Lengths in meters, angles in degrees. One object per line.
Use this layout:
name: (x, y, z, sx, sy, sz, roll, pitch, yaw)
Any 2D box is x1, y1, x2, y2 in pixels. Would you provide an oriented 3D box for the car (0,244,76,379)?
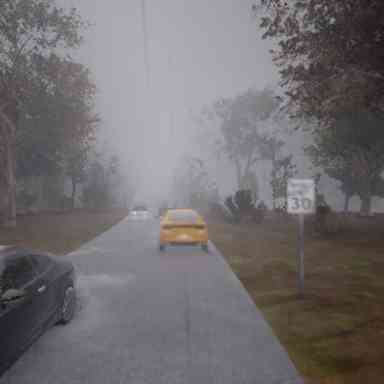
car: (-2.950, 1.512, 4.332, 1.812, 1.442, 4.674, 0, 0, -1)

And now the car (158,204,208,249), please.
car: (-0.439, 1.500, 14.669, 1.882, 1.535, 5.008, 1, 0, -4)

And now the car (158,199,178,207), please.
car: (-2.498, 1.549, 35.152, 2.097, 1.767, 4.553, 1, -1, -8)

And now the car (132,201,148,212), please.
car: (-6.880, 1.843, 44.113, 2.033, 1.411, 5.357, 1, -1, -10)
